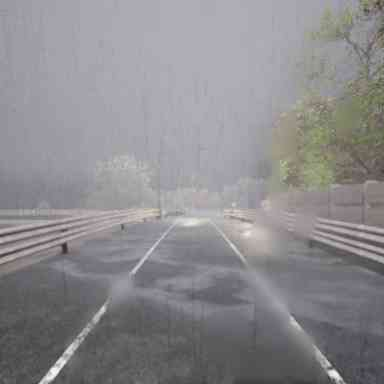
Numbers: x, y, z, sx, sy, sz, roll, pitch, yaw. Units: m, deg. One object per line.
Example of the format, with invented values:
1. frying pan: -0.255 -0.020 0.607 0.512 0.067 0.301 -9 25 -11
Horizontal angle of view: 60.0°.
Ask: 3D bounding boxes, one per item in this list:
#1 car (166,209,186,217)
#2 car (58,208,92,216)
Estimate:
1. car: -3.125 4.222 66.188 2.128 1.511 4.902 -3 -4 39
2. car: -17.923 3.263 51.059 5.008 1.535 1.882 3 -4 -41
